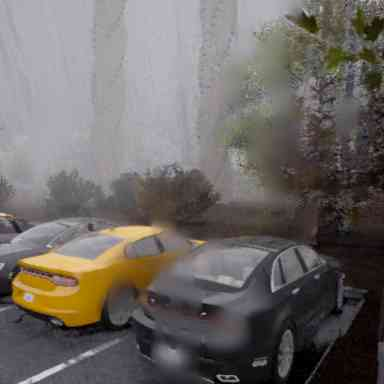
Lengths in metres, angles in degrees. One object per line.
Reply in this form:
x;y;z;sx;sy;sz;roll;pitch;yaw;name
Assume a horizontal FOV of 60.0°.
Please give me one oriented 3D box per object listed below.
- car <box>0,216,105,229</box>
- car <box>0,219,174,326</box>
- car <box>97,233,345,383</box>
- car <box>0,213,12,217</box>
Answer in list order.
-3.307;1.465;8.746;2.231;1.521;4.892;0;0;36;car
-1.074;1.472;7.135;2.097;1.535;5.008;0;0;36;car
1.167;1.479;5.533;2.231;1.521;4.892;0;0;36;car
-5.532;1.485;10.363;2.163;1.488;4.792;0;0;36;car
